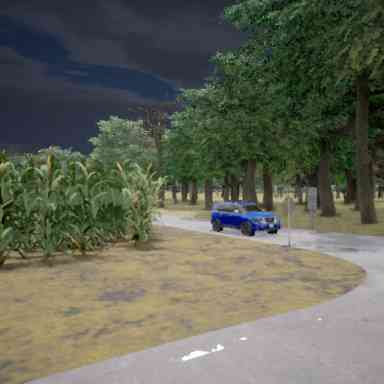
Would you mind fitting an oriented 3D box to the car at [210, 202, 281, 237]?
[{"bbox_3d":[3.336,1.708,22.028,2.150,2.045,5.566,-1,-1,-29],"label":"car"}]
